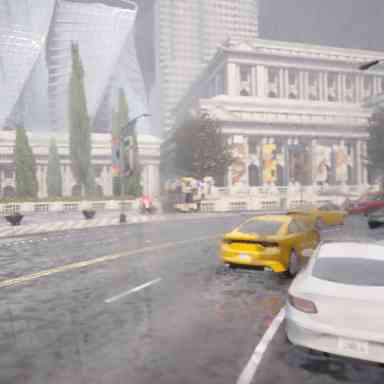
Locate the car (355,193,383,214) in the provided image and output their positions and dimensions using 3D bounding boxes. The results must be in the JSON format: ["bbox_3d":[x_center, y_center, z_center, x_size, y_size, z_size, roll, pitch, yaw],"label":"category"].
[{"bbox_3d":[16.323,1.096,29.692,5.566,2.045,2.150,-1,-1,-20],"label":"car"}]

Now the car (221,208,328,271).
[{"bbox_3d":[2.715,1.491,10.616,1.882,1.535,5.008,-2,0,33],"label":"car"}]

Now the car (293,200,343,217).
[{"bbox_3d":[11.961,1.529,31.601,4.181,1.385,1.994,-1,0,-24],"label":"car"}]

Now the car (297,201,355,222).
[{"bbox_3d":[7.996,1.454,21.054,5.008,1.535,1.882,-1,-1,-38],"label":"car"}]

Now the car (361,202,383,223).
[{"bbox_3d":[12.292,1.451,19.717,4.181,1.385,1.994,-1,0,-34],"label":"car"}]

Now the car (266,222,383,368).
[{"bbox_3d":[2.841,1.506,5.692,1.812,1.442,4.674,-1,0,28],"label":"car"}]
